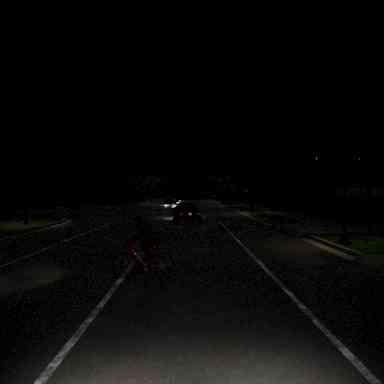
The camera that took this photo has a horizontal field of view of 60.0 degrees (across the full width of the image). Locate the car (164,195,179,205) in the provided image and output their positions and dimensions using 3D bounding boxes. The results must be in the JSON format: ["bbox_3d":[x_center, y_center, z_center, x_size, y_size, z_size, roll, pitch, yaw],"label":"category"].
[{"bbox_3d":[-3.849,1.352,59.634,2.097,1.767,4.553,0,0,0],"label":"car"}]

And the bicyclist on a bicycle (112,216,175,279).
[{"bbox_3d":[-1.268,1.453,8.633,1.656,1.620,0.582,0,0,0],"label":"bicyclist on a bicycle"}]

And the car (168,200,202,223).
[{"bbox_3d":[-0.457,1.548,25.178,2.033,1.411,5.357,0,0,-7],"label":"car"}]

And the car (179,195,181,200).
[{"bbox_3d":[-3.837,1.552,74.183,1.994,1.385,4.181,0,0,0],"label":"car"}]

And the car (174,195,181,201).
[{"bbox_3d":[-3.904,1.519,88.900,1.812,1.442,4.674,0,0,0],"label":"car"}]
